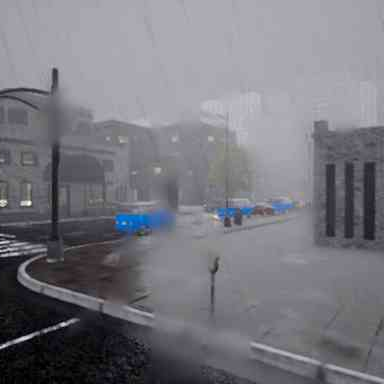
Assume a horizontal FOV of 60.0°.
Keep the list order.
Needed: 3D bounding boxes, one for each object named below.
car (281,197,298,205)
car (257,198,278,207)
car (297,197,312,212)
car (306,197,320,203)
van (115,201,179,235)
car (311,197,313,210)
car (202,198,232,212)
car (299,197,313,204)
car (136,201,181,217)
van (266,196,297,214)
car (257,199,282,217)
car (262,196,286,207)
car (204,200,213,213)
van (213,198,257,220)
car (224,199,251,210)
[{"bbox_3d":[19.092,1.779,64.932,1.887,1.381,4.507,0,0,35],"label":"car"},{"bbox_3d":[12.750,1.739,55.892,1.887,1.381,4.507,0,0,35],"label":"car"},{"bbox_3d":[13.355,1.716,42.164,1.752,1.417,4.829,0,0,35],"label":"car"},{"bbox_3d":[28.606,1.865,78.493,1.947,1.339,4.313,0,0,35],"label":"car"},{"bbox_3d":[-2.600,1.452,19.424,1.690,1.788,3.998,0,0,35],"label":"van"},{"bbox_3d":[16.428,1.773,46.544,1.947,1.339,4.313,0,0,35],"label":"car"},{"bbox_3d":[3.236,1.581,42.333,1.967,1.590,4.097,0,0,35],"label":"car"},{"bbox_3d":[25.337,1.801,73.834,1.752,1.417,4.829,0,0,35],"label":"car"},{"bbox_3d":[-3.205,1.633,33.152,1.752,1.417,4.829,0,0,35],"label":"car"},{"bbox_3d":[10.086,1.513,37.505,1.690,1.788,3.998,0,0,35],"label":"van"},{"bbox_3d":[6.913,1.700,32.983,1.887,1.381,4.507,0,0,35],"label":"car"},{"bbox_3d":[12.650,1.409,51.060,1.837,1.490,4.892,0,0,35],"label":"car"},{"bbox_3d":[3.256,1.644,37.836,1.837,1.490,4.892,0,0,35],"label":"car"},{"bbox_3d":[3.743,1.481,28.465,1.690,1.788,3.998,0,0,35],"label":"van"},{"bbox_3d":[6.407,1.703,46.853,1.887,1.381,4.507,0,0,35],"label":"car"}]
